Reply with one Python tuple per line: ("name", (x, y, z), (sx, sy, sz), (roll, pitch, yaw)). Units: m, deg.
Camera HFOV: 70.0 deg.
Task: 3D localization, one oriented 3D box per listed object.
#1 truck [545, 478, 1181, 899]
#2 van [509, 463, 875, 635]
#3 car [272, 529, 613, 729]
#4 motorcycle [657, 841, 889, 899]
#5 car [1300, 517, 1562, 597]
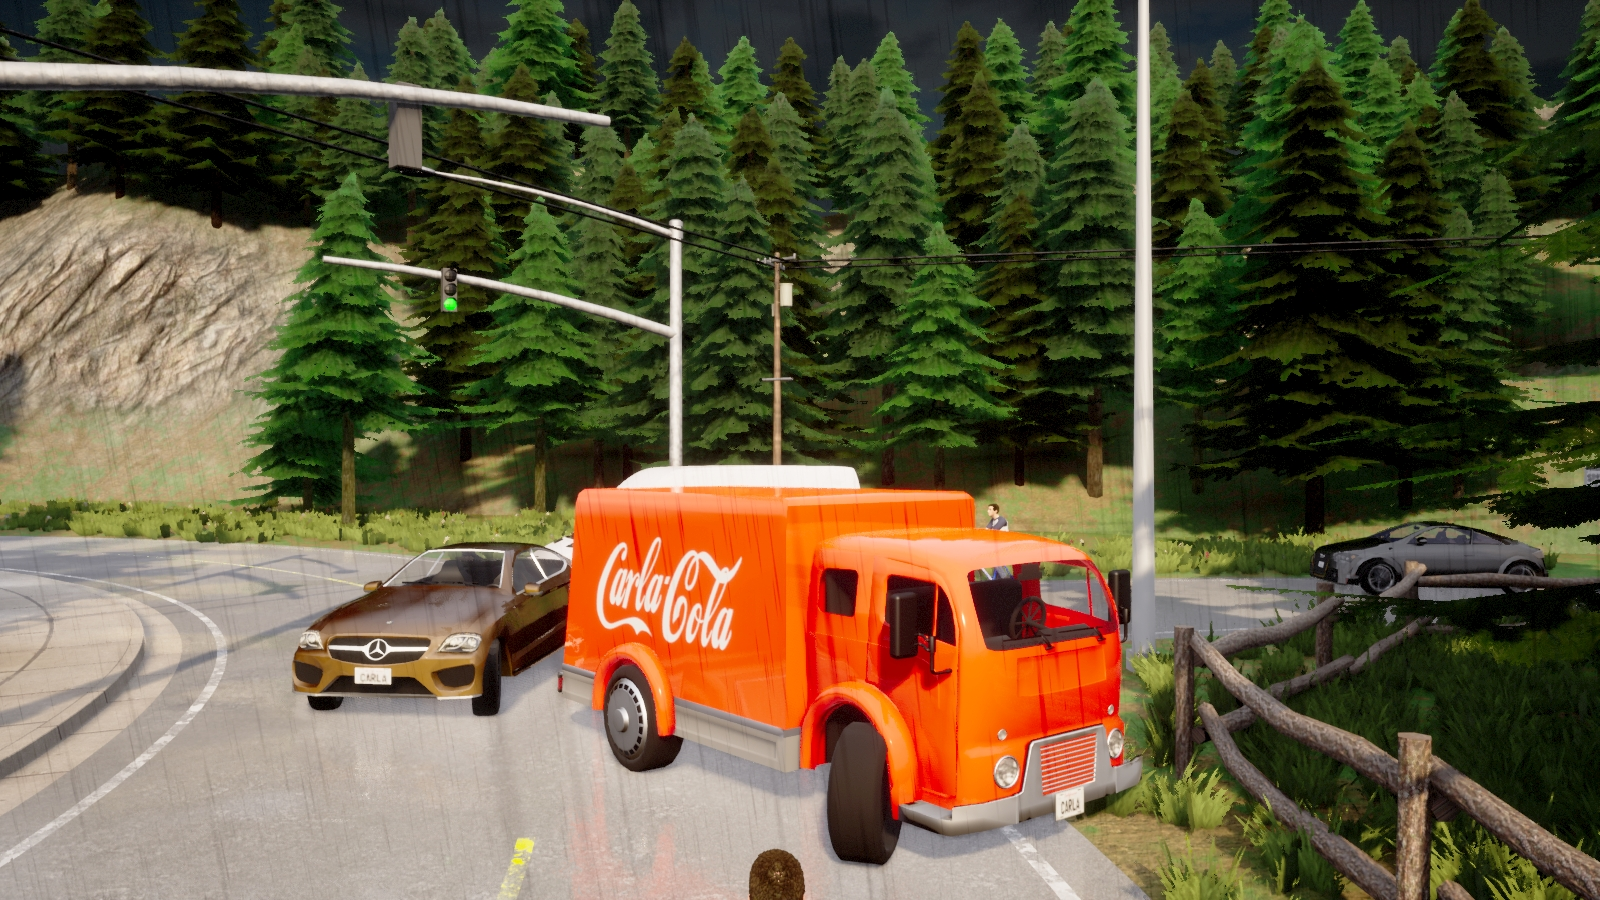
("truck", (0.202, 1.542, 9.769), (2.627, 2.467, 5.204), (0, 0, -39))
("van", (-1.776, 1.528, 19.549), (5.915, 2.561, 1.988), (0, 0, -27))
("car", (-4.038, 1.970, 14.038), (2.152, 1.651, 5.027), (0, 0, 6))
("motorcycle", (-0.074, 2.159, 3.526), (0.803, 1.199, 2.033), (0, 0, -2))
("car", (12.589, 2.119, 23.051), (4.181, 1.385, 1.994), (0, 0, 6))
